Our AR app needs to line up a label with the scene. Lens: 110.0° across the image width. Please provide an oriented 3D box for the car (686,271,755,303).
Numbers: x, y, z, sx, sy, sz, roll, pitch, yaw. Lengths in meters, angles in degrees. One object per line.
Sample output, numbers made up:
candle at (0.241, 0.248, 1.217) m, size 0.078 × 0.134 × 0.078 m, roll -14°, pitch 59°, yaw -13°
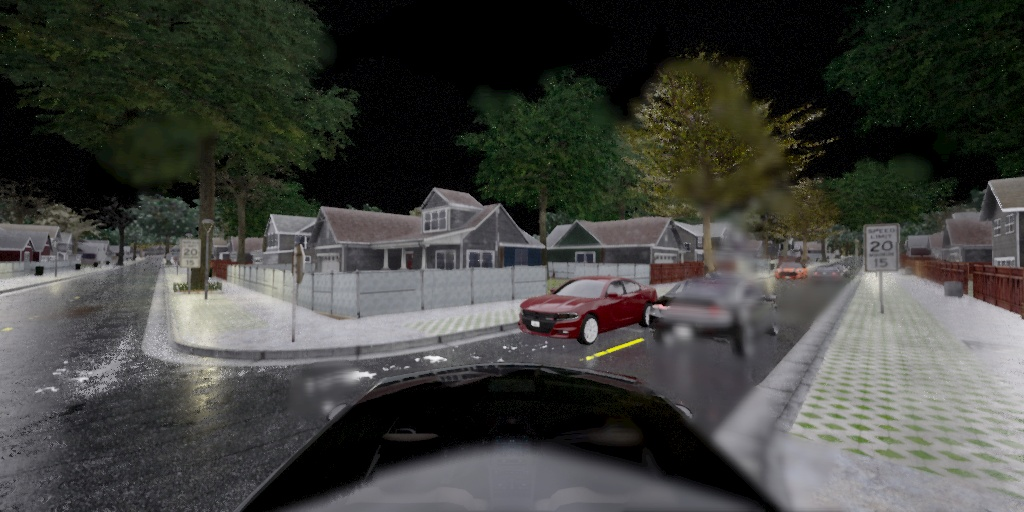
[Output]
car at (10.904, 1.510, 18.578) m, size 4.718 × 1.301 × 1.895 m, roll 0°, pitch -1°, yaw -45°

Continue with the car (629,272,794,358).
car at (5.088, 1.298, 8.768) m, size 4.902 × 1.511 × 2.128 m, roll 1°, pitch -1°, yaw -45°

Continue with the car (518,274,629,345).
car at (2.297, 1.302, 10.008) m, size 1.882 × 1.535 × 5.008 m, roll -1°, pitch -1°, yaw 45°

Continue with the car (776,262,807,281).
car at (26.877, 1.389, 34.368) m, size 4.553 × 1.767 × 2.097 m, roll 0°, pitch -1°, yaw -45°

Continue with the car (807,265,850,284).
car at (27.087, 1.552, 30.593) m, size 5.357 × 1.411 × 2.033 m, roll 0°, pitch -1°, yaw -44°
